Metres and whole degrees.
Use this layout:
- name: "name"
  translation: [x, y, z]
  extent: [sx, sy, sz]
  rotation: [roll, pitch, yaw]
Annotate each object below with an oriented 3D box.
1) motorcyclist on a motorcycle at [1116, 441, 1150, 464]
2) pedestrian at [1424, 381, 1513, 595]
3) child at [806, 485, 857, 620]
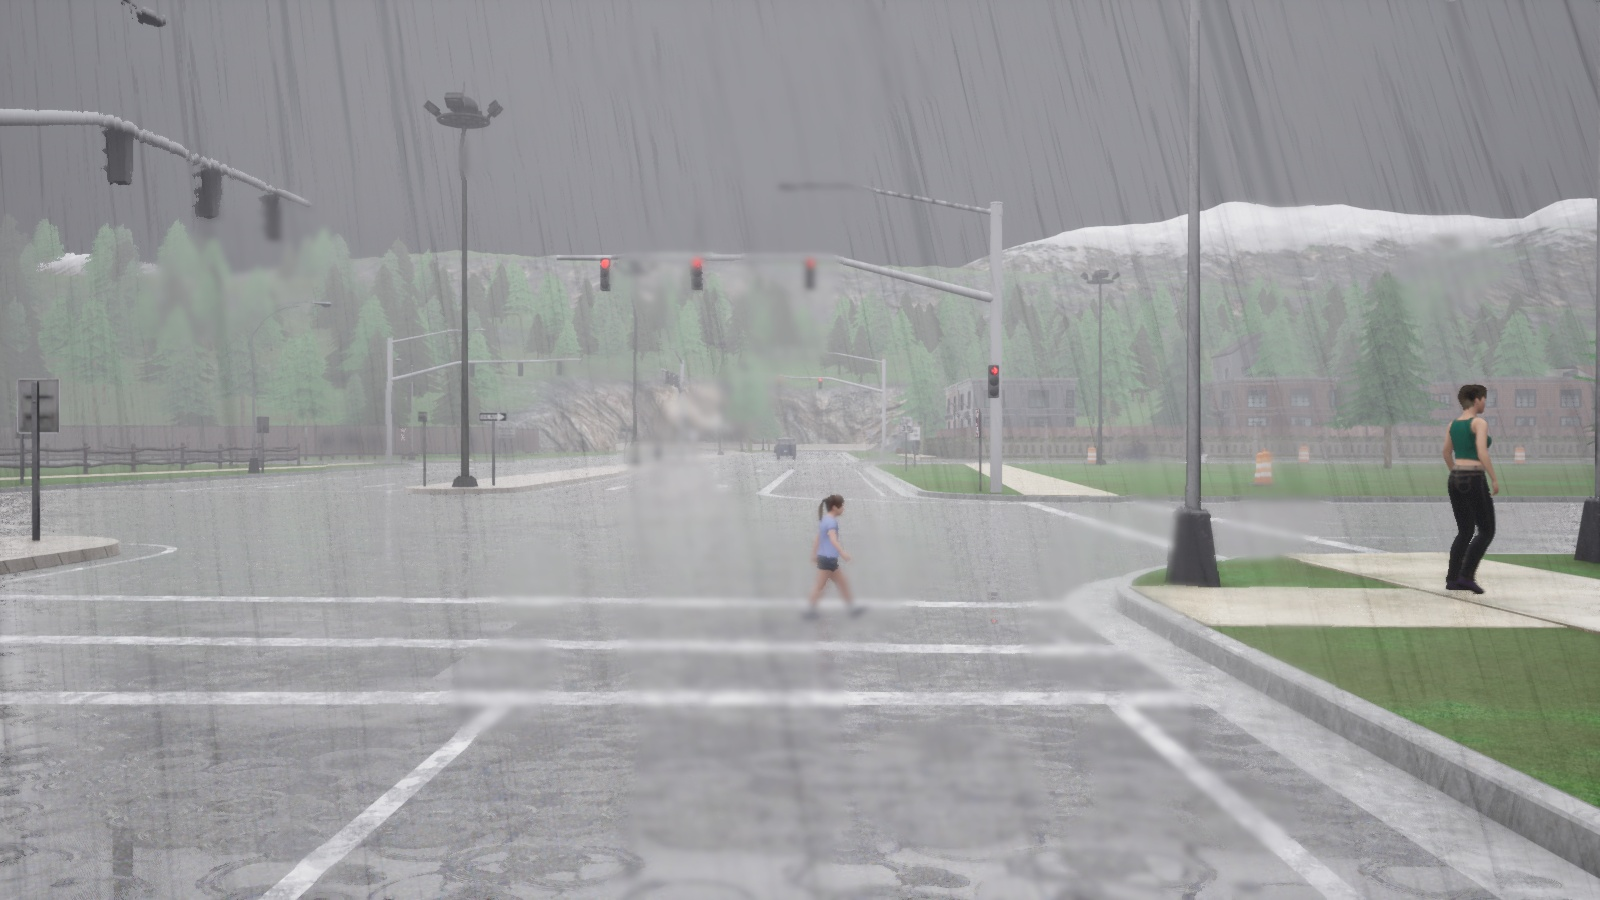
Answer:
- name: "motorcyclist on a motorcycle"
  translation: [24.714, 0.190, 93.160]
  extent: [2.350, 1.649, 0.766]
  rotation: [0, 0, 1]
- name: "pedestrian"
  translation: [5.848, 0.328, 10.986]
  extent: [0.594, 1.836, 0.345]
  rotation: [0, 0, -10]
- name: "child"
  translation: [0.262, 0.856, 10.581]
  extent: [0.394, 1.110, 0.255]
  rotation: [0, 0, -6]
